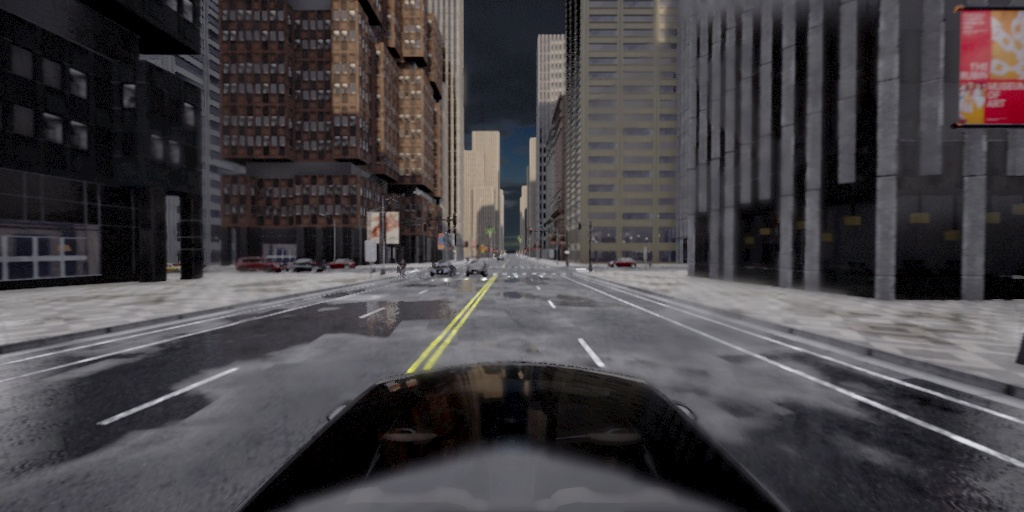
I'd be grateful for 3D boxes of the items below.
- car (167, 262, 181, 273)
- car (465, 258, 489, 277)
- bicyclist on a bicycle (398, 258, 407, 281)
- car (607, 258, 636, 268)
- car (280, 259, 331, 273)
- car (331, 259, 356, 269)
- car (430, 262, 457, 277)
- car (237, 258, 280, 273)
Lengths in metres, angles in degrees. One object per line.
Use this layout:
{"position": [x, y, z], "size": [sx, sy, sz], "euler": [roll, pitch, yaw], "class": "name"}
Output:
{"position": [-40.834, 1.392, 43.024], "size": [4.829, 1.417, 1.751], "euler": [0, 0, 0], "class": "car"}
{"position": [-3.258, 1.200, 34.134], "size": [1.837, 1.490, 4.892], "euler": [0, 0, 0], "class": "car"}
{"position": [-8.750, 1.074, 28.496], "size": [0.659, 1.776, 1.843], "euler": [0, -1, 0], "class": "bicyclist on a bicycle"}
{"position": [16.682, 1.001, 54.682], "size": [4.097, 1.591, 1.967], "euler": [0, 0, 0], "class": "car"}
{"position": [-24.726, 1.375, 43.033], "size": [4.313, 1.339, 1.948], "euler": [0, 0, 0], "class": "car"}
{"position": [-24.728, 1.111, 51.557], "size": [4.097, 1.591, 1.967], "euler": [0, 0, 0], "class": "car"}
{"position": [-6.507, 1.256, 34.351], "size": [1.994, 1.385, 4.181], "euler": [0, 0, 0], "class": "car"}
{"position": [-30.152, 1.143, 43.030], "size": [5.009, 1.841, 2.192], "euler": [0, 0, 0], "class": "car"}
